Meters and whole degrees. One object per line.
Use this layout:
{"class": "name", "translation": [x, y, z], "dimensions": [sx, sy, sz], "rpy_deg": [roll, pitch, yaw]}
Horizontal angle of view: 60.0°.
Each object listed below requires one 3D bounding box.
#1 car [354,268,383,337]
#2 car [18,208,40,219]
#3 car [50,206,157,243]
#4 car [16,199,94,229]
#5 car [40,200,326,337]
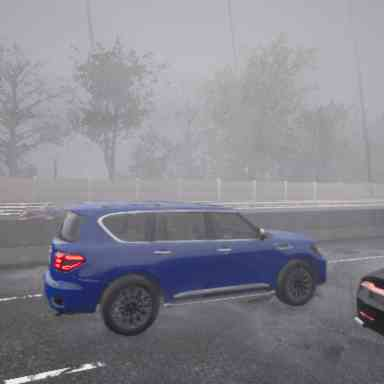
{"class": "car", "translation": [4.672, 1.493, 4.926], "dimensions": [4.902, 1.511, 2.128], "rpy_deg": [0, 0, -24]}
{"class": "car", "translation": [-7.099, 1.548, 19.069], "dimensions": [5.357, 1.411, 2.033], "rpy_deg": [0, 0, -24]}
{"class": "car", "translation": [-4.349, 1.506, 16.456], "dimensions": [4.892, 1.490, 1.837], "rpy_deg": [0, 0, -24]}
{"class": "car", "translation": [-9.002, 1.353, 22.047], "dimensions": [4.553, 1.767, 2.097], "rpy_deg": [0, 0, -24]}
{"class": "car", "translation": [0.050, 1.220, 6.702], "dimensions": [5.566, 2.045, 2.150], "rpy_deg": [0, 0, -24]}
